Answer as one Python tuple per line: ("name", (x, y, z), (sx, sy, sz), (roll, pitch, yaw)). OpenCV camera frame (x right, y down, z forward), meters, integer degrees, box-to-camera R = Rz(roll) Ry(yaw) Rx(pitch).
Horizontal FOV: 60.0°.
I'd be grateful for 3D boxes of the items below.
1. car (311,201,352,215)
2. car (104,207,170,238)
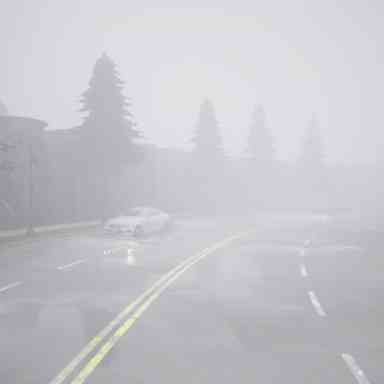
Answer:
("car", (15.045, 1.695, 35.742), (5.357, 1.411, 2.033), (0, 0, -37))
("car", (-2.823, 1.590, 18.260), (1.812, 1.442, 4.674), (0, 0, 24))
